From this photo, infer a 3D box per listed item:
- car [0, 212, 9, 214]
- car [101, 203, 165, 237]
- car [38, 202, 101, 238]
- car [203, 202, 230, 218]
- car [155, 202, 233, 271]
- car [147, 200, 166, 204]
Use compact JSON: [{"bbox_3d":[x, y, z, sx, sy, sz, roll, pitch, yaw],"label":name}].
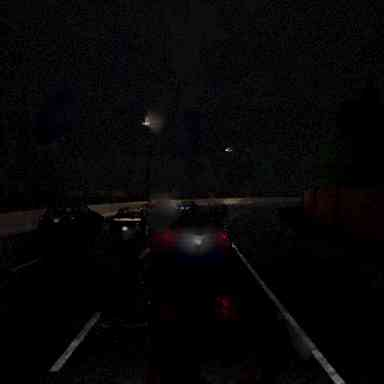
[{"bbox_3d":[-13.586,1.696,21.662,1.895,1.301,4.718,0,0,5],"label":"car"},{"bbox_3d":[-3.085,1.569,18.521,2.128,1.511,4.902,0,0,4],"label":"car"},{"bbox_3d":[-6.548,1.430,18.457,2.097,1.767,4.553,0,0,4],"label":"car"},{"bbox_3d":[2.481,1.731,32.505,1.895,1.301,4.718,0,0,13],"label":"car"},{"bbox_3d":[0.125,1.398,11.208,2.097,1.767,4.553,0,0,0],"label":"car"},{"bbox_3d":[-3.811,1.640,35.997,2.128,1.511,4.902,0,0,14],"label":"car"}]
